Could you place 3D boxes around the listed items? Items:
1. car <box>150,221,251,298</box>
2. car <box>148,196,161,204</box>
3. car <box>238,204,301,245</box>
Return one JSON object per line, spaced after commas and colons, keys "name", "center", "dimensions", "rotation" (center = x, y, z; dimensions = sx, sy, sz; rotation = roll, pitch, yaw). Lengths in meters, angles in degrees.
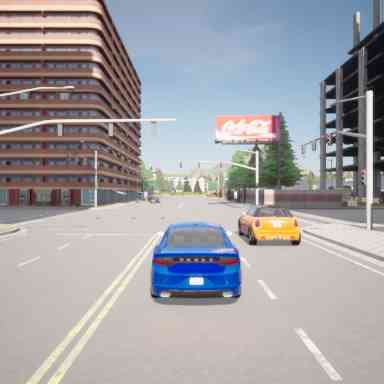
{"name": "car", "center": [0.076, 1.478, 8.557], "dimensions": [1.882, 1.535, 5.008], "rotation": [0, 0, 0]}
{"name": "car", "center": [-7.217, 1.525, 64.331], "dimensions": [1.812, 1.442, 4.674], "rotation": [0, 0, 0]}
{"name": "car", "center": [3.457, 1.352, 15.649], "dimensions": [2.097, 1.767, 4.553], "rotation": [0, 0, 0]}
